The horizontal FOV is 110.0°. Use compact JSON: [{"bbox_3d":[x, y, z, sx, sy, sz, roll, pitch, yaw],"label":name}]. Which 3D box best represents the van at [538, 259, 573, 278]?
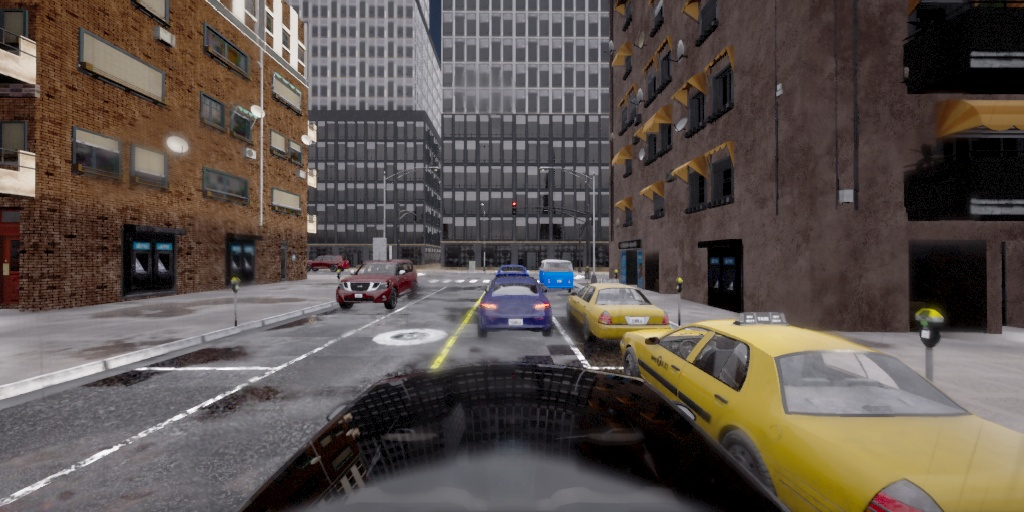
[{"bbox_3d":[2.470,1.096,20.721,1.690,1.789,3.998,0,0,0],"label":"van"}]

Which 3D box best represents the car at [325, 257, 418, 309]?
[{"bbox_3d":[-5.378,1.068,15.037,2.192,1.841,5.009,0,0,0],"label":"car"}]

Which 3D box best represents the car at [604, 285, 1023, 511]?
[{"bbox_3d":[2.565,1.276,3.970,1.751,1.417,4.829,0,0,0],"label":"car"}]

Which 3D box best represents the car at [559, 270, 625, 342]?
[{"bbox_3d":[2.533,1.277,9.611,1.751,1.417,4.829,0,0,0],"label":"car"}]

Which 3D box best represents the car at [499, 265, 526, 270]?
[{"bbox_3d":[0.009,1.233,20.390,1.882,1.535,5.008,0,0,0],"label":"car"}]

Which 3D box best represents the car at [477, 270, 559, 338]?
[{"bbox_3d":[0.062,1.277,10.129,1.812,1.442,4.674,0,0,-1],"label":"car"}]

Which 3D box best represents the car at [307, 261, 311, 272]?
[{"bbox_3d":[-21.003,1.084,32.411,4.207,1.307,1.802,0,0,-1],"label":"car"}]

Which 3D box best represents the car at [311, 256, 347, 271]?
[{"bbox_3d":[-21.090,0.863,40.550,5.009,1.841,2.192,0,0,-1],"label":"car"}]
